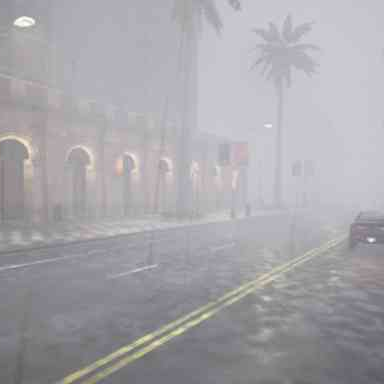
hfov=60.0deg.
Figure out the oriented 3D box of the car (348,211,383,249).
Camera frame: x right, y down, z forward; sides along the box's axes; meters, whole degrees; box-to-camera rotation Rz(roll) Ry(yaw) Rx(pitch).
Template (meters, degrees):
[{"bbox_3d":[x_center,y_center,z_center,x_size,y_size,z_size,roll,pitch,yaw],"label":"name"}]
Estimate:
[{"bbox_3d":[8.112,1.585,14.402,1.837,1.490,4.892,0,-2,35],"label":"car"}]
